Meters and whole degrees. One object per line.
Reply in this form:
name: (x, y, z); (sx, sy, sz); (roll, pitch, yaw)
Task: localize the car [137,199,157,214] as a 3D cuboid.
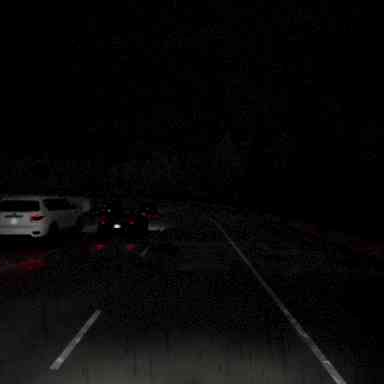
car: (-4.588, 1.408, 34.128); (1.882, 1.535, 5.008); (0, 0, -8)

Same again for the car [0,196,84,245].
car: (-6.902, 1.190, 15.596); (2.150, 2.045, 5.566); (0, 0, 0)

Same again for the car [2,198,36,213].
car: (-19.564, 1.471, 37.933); (2.033, 1.411, 5.357); (0, 0, -11)

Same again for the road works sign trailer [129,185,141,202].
road works sign trailer: (-12.094, 0.323, 69.685); (2.380, 3.560, 2.880); (0, 0, -30)

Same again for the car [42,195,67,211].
car: (-16.558, 1.270, 40.231); (2.097, 1.767, 4.553); (0, 0, -13)

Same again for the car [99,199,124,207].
car: (-7.914, 1.439, 32.658); (1.837, 1.490, 4.892); (0, 0, -7)

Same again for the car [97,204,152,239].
car: (-3.413, 1.529, 17.088); (1.994, 1.385, 4.181); (0, 0, 0)
